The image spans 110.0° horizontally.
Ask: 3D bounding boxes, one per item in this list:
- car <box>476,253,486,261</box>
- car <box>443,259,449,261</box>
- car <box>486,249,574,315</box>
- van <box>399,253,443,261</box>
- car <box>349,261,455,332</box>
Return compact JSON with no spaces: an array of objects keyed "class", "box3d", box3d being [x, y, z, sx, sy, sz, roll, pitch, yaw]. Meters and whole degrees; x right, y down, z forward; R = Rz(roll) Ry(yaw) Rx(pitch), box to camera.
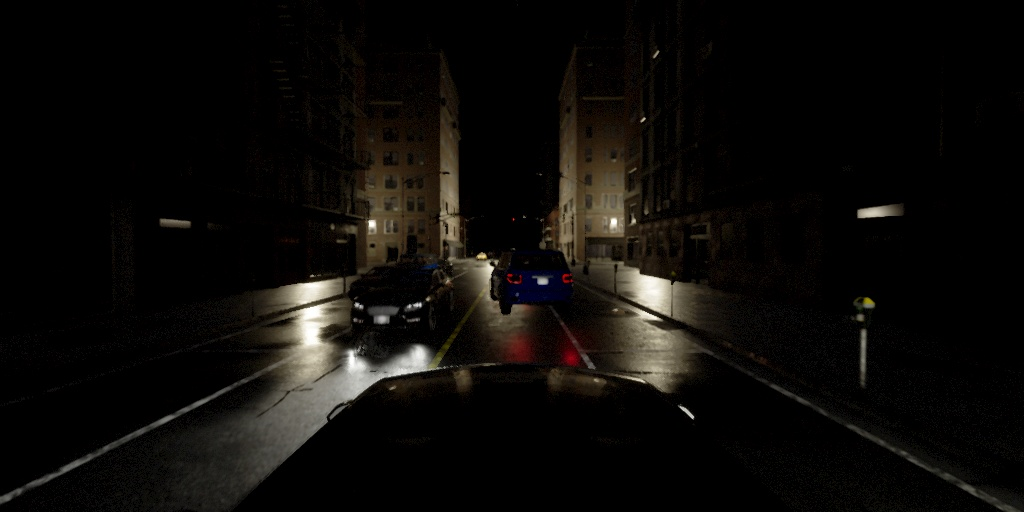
[{"class":"car","box3d":[-5.381,0.126,63.962,1.751,1.417,4.829,0,0,0]},{"class":"car","box3d":[-5.387,0.850,26.175,2.007,1.370,4.403,0,0,0]},{"class":"car","box3d":[0.483,0.767,12.737,2.150,2.045,5.566,0,1,-8]},{"class":"van","box3d":[-5.389,0.740,20.770,1.690,1.789,3.998,0,0,0]},{"class":"car","box3d":[-2.850,1.083,10.291,2.128,1.511,4.902,0,1,0]}]
